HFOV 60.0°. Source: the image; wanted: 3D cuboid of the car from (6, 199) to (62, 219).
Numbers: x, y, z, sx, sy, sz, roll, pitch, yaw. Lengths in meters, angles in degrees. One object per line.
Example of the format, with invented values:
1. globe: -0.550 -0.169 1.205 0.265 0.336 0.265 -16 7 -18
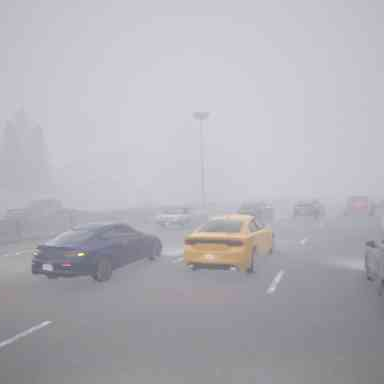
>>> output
1. car: -15.347 1.769 32.940 2.150 2.045 5.566 -2 0 28

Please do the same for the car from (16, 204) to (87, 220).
1. car: -10.743 1.944 26.615 2.033 1.411 5.357 -2 0 26

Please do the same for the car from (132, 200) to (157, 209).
1. car: -7.466 1.948 52.677 1.812 1.442 4.674 -2 0 35

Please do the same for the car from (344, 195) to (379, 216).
1. car: 14.268 1.060 28.183 2.097 1.767 4.553 -2 0 32

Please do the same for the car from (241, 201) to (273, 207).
1. car: 5.097 1.460 26.190 1.837 1.490 4.892 -2 0 29

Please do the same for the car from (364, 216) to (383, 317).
1. car: 4.513 1.425 6.401 1.812 1.442 4.674 -2 0 22

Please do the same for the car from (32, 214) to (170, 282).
1. car: -2.627 1.636 10.169 1.812 1.442 4.674 -2 0 22

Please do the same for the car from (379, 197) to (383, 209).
1. car: 20.462 1.172 37.534 1.895 1.301 4.718 -2 0 37

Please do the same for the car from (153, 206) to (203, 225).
1. car: -0.554 1.702 23.028 1.895 1.301 4.718 -2 0 27

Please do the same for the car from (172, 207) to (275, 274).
1. car: 1.409 1.478 10.756 1.882 1.535 5.008 -2 0 23

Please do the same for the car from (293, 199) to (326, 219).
1. car: 9.558 1.326 26.951 2.128 1.511 4.902 -2 0 30
